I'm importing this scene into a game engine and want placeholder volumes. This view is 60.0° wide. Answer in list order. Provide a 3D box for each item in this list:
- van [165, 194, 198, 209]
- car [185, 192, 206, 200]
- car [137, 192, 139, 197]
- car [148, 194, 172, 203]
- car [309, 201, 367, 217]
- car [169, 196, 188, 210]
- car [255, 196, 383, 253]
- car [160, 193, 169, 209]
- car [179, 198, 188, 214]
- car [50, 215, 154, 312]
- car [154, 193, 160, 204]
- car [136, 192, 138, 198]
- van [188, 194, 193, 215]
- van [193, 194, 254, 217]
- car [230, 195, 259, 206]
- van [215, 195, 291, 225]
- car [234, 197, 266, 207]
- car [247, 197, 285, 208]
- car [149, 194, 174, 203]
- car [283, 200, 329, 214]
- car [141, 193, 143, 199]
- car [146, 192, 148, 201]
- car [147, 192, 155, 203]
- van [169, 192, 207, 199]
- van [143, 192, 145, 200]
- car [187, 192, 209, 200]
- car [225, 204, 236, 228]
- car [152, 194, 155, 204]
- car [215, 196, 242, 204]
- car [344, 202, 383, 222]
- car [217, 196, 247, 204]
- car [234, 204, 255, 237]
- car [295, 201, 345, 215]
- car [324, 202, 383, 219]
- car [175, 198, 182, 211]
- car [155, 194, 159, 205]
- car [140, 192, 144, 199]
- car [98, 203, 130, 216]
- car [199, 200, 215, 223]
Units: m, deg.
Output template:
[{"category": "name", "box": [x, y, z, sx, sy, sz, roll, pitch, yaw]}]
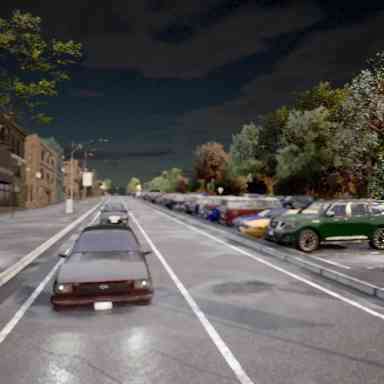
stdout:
[{"category": "van", "box": [-1.507, 1.330, 46.861, 4.442, 1.987, 1.878, 0, 0, -13]}, {"category": "car", "box": [1.013, 1.145, 93.688, 5.566, 2.045, 2.435, 0, 0, -13]}, {"category": "car", "box": [-11.477, 1.304, 90.592, 5.366, 1.575, 1.946, 0, 0, -13]}, {"category": "car", "box": [-6.670, 1.305, 68.686, 4.553, 1.767, 2.185, 0, 0, -13]}, {"category": "car", "box": [14.913, 1.699, 34.091, 5.366, 1.575, 1.946, 0, 0, -13]}, {"category": "car", "box": [0.266, 1.597, 38.638, 4.892, 1.521, 2.231, 0, 0, -13]}, {"category": "car", "box": [5.881, 1.324, 14.035, 5.566, 2.045, 2.435, 0, 0, -13]}, {"category": "car", "box": [-1.020, 1.319, 44.096, 5.566, 2.045, 2.435, 0, 0, -13]}, {"category": "car", "box": [1.544, 1.639, 33.174, 4.792, 1.488, 2.163, 0, 0, -13]}, {"category": "car", "box": [-2.104, 1.565, 8.298, 2.033, 1.411, 5.357, 0, 0, -13]}, {"category": "car", "box": [-3.473, 1.383, 55.039, 4.553, 1.767, 2.185, 0, 0, -13]}, {"category": "car", "box": [-12.289, 1.291, 93.279, 5.008, 1.535, 2.097, 0, 0, -13]}, {"category": "van", "box": [2.258, 1.383, 30.462, 4.442, 1.987, 1.878, 0, 0, -13]}, {"category": "van", "box": [2.657, 1.380, 27.680, 4.442, 1.987, 1.878, 0, 0, -13]}, {"category": "car", "box": [9.173, 1.473, 58.409, 4.553, 1.767, 2.185, 0, 0, -13]}, {"category": "van", "box": [4.141, 1.370, 22.264, 4.442, 1.987, 1.878, 0, 0, -13]}, {"category": "car", "box": [9.735, 1.643, 55.689, 4.792, 1.488, 2.163, 0, 0, -13]}, {"category": "car", "box": [11.187, 1.643, 50.326, 5.366, 1.575, 1.946, 0, 0, -13]}, {"category": "car", "box": [-6.042, 1.320, 65.954, 4.553, 1.767, 2.185, 0, 0, -13]}, {"category": "car", "box": [13.517, 1.724, 39.470, 4.792, 1.488, 2.163, 0, 0, -13]}, {"category": "car", "box": [-8.527, 1.383, 76.889, 5.008, 1.535, 2.097, 0, 0, -13]}, {"category": "car", "box": [-5.411, 1.210, 63.222, 5.566, 2.045, 2.435, 0, 0, -13]}, {"category": "car", "box": [-4.784, 1.226, 60.490, 5.566, 2.045, 2.435, 0, 0, -13]}, {"category": "van", "box": [-0.253, 1.361, 41.399, 4.442, 1.987, 1.878, 0, 0, -13]}, {"category": "van", "box": [-8.006, 1.173, 74.131, 4.442, 1.987, 1.878, 0, 0, -13]}, {"category": "car", "box": [1.610, 1.160, 91.094, 5.566, 2.045, 2.435, 0, 0, -13]}, {"category": "car", "box": [4.655, 1.629, 19.505, 4.674, 1.452, 2.002, 0, 0, -13]}, {"category": "car", "box": [-4.134, 1.533, 57.764, 4.674, 1.452, 2.002, 0, 0, -13]}, {"category": "car", "box": [7.284, 1.553, 66.519, 4.892, 1.521, 2.231, 0, 0, -13]}, {"category": "car", "box": [15.970, 1.696, 28.634, 4.892, 1.521, 2.231, 0, 0, -13]}, {"category": "car", "box": [7.720, 1.563, 63.770, 5.366, 1.575, 1.946, 0, 0, -13]}, {"category": "car", "box": [5.099, 1.578, 16.731, 5.366, 1.575, 1.946, 0, 0, -13]}, {"category": "car", "box": [14.083, 1.731, 36.744, 4.792, 1.488, 2.163, 0, 0, -13]}, {"category": "car", "box": [15.349, 1.699, 31.341, 5.008, 1.535, 2.097, 0, 0, -13]}, {"category": "car", "box": [0.884, 1.644, 35.904, 4.674, 1.452, 2.002, 0, 0, -13]}, {"category": "car", "box": [-2.883, 1.525, 52.299, 4.892, 1.521, 2.231, 0, 0, -13]}, {"category": "car", "box": [-9.805, 1.382, 82.348, 4.792, 1.488, 2.163, 0, 0, -13]}, {"category": "car", "box": [-5.377, 1.527, 23.099, 2.128, 1.511, 4.902, 0, 0, -13]}, {"category": "car", "box": [3.393, 1.601, 24.968, 5.008, 1.535, 2.097, 0, 0, -13]}]
